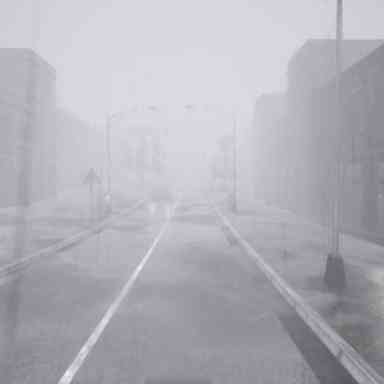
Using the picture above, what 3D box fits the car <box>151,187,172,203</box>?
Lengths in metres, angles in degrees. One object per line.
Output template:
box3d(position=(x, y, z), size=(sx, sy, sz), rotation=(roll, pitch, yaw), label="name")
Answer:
box3d(position=(-3.103, 0.263, 34.568), size=(1.837, 1.490, 4.892), rotation=(0, 4, 0), label="car")

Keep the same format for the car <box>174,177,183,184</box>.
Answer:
box3d(position=(-3.019, -2.744, 75.770), size=(2.128, 1.511, 4.902), rotation=(0, 4, 0), label="car")
